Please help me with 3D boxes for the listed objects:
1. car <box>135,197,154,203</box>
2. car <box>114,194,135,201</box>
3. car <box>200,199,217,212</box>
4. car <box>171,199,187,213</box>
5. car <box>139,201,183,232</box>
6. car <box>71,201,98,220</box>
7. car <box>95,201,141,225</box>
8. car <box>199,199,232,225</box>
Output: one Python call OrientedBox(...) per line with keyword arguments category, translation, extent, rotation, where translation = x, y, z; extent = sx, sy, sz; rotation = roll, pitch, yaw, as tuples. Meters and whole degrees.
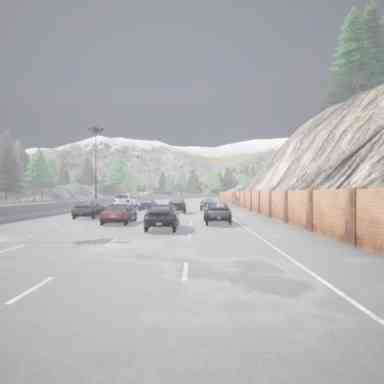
OrientedBox(category="car", translation=(-5.102, 1.540, 38.864), extent=(1.812, 1.442, 4.674), rotation=(0, 0, 0))
OrientedBox(category="car", translation=(-8.571, 1.238, 42.858), extent=(2.150, 2.045, 5.566), rotation=(0, 0, 0))
OrientedBox(category="car", translation=(1.896, 1.537, 39.385), extent=(1.812, 1.442, 4.674), rotation=(0, 0, 1))
OrientedBox(category="car", translation=(-1.618, 1.489, 36.879), extent=(1.882, 1.535, 5.008), rotation=(0, 0, 0))
OrientedBox(category="car", translation=(-1.753, 1.508, 20.243), extent=(1.837, 1.490, 4.892), rotation=(0, -1, 1))
OrientedBox(category="car", translation=(-8.686, 1.504, 28.407), extent=(2.128, 1.511, 4.902), rotation=(0, 0, 0))
OrientedBox(category="car", translation=(-5.223, 1.572, 24.024), extent=(1.994, 1.385, 4.181), rotation=(0, 0, 1))
OrientedBox(category="car", translation=(1.780, 1.495, 24.024), extent=(2.128, 1.511, 4.902), rotation=(0, 0, 0))
